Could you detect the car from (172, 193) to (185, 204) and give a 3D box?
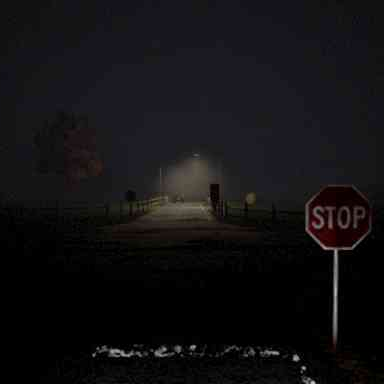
[{"bbox_3d":[-2.623,1.232,65.729,2.150,2.045,5.566,0,0,0],"label":"car"}]
